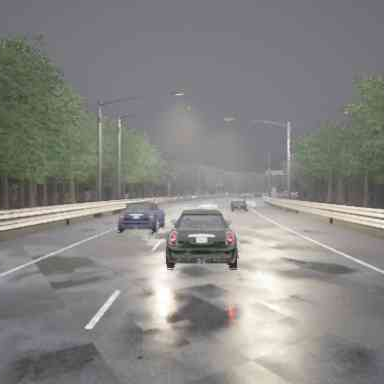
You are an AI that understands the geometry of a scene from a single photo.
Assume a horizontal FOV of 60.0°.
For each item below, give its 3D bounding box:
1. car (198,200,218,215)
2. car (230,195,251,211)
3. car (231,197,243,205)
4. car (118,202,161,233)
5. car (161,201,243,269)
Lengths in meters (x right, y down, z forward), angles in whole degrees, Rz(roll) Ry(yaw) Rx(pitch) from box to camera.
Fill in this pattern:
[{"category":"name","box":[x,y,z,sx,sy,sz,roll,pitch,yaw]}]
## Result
[{"category":"car","box":[1.766,1.600,35.430,1.895,1.301,4.718,0,0,5]},{"category":"car","box":[5.661,1.494,40.438,2.128,1.511,4.902,0,0,6]},{"category":"car","box":[7.871,1.558,57.919,1.994,1.385,4.181,0,0,8]},{"category":"car","box":[-2.837,1.348,19.693,2.097,1.767,4.553,0,0,3]},{"category":"car","box":[0.326,1.352,11.331,2.097,1.767,4.553,0,0,2]}]
